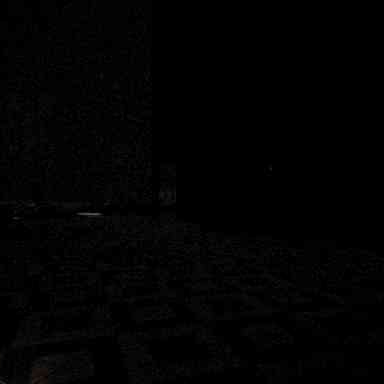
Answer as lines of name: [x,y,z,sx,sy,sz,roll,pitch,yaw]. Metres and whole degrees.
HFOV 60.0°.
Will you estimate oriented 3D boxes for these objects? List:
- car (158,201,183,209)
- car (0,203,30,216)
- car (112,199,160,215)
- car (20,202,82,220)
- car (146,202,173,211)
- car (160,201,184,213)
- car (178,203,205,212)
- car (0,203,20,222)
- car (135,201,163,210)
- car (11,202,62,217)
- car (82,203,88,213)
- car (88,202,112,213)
car: [-3.710,2.305,58.716,2.008,1.369,4.403,-1,-2,35]
car: [-20.093,1.841,35.743,2.008,1.369,4.403,-1,-1,35]
car: [-6.605,1.791,39.983,2.192,1.841,5.009,-1,-2,35]
car: [-13.059,1.823,30.926,1.752,1.417,4.829,-1,-2,35]
car: [-5.034,2.217,52.175,1.994,1.385,4.181,0,-1,37]
car: [-3.327,2.113,44.572,1.887,1.381,4.507,-1,-2,35]
car: [-0.046,2.245,49.171,1.802,1.307,4.206,-1,-2,36]
car: [-16.434,1.774,26.193,1.947,1.339,4.313,-1,-2,35]
car: [-6.987,2.209,54.122,2.008,1.369,4.403,-1,-2,35]
car: [-16.679,1.851,35.927,1.812,1.442,4.674,0,-1,36]
car: [-13.540,2.015,44.933,1.887,1.381,4.507,-1,-2,35]
car: [-10.893,2.011,44.023,1.812,1.442,4.674,0,-1,35]
